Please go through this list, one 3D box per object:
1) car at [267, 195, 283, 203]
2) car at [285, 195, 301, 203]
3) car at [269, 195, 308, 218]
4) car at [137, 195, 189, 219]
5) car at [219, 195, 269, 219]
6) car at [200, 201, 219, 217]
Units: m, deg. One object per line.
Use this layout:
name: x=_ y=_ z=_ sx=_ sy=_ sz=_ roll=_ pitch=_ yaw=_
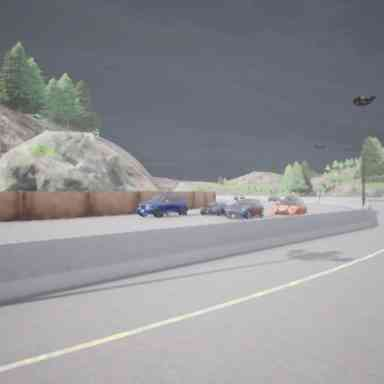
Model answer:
car: x=17.005 y=1.509 z=68.599 sx=1.882 sy=1.535 sz=5.008 roll=0 pitch=0 yaw=-2
car: x=20.496 y=1.374 z=67.902 sx=1.882 sy=1.535 sz=5.008 roll=0 pitch=0 yaw=2
car: x=8.341 y=1.375 z=28.295 sx=2.097 sy=1.767 sz=4.553 roll=0 pitch=0 yaw=33
car: x=-2.595 y=1.280 z=30.922 sx=2.150 sy=2.045 sz=5.566 roll=0 pitch=0 yaw=38
car: x=4.649 y=1.387 z=29.127 sx=2.097 sy=1.767 sz=4.553 roll=0 pitch=0 yaw=35
car: x=2.502 y=1.610 z=32.098 sx=1.994 sy=1.385 sz=4.181 roll=0 pitch=0 yaw=34
